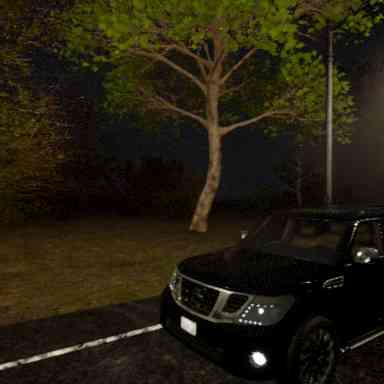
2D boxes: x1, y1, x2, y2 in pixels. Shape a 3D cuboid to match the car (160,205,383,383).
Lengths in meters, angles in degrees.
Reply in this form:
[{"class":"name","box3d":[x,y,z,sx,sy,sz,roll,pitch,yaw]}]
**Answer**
[{"class":"car","box3d":[2.227,1.273,5.546,5.566,2.045,2.150,1,0,-35]}]
